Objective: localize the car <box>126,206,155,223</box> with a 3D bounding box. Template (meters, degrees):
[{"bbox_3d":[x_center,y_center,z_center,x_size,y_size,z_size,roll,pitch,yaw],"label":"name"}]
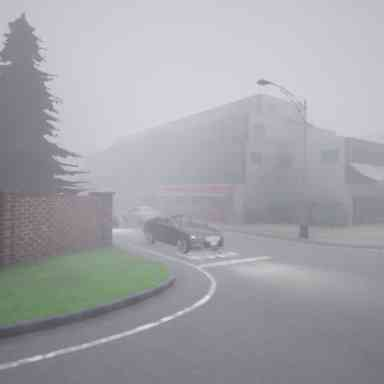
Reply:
[{"bbox_3d":[-3.999,1.858,26.686,1.812,1.442,4.674,1,-1,-34],"label":"car"}]

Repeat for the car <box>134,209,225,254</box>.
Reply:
[{"bbox_3d":[-0.513,1.775,15.173,2.128,1.511,4.902,1,0,-35],"label":"car"}]

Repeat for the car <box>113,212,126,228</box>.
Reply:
[{"bbox_3d":[-6.804,1.850,24.319,1.994,1.385,4.181,1,-1,-34],"label":"car"}]
